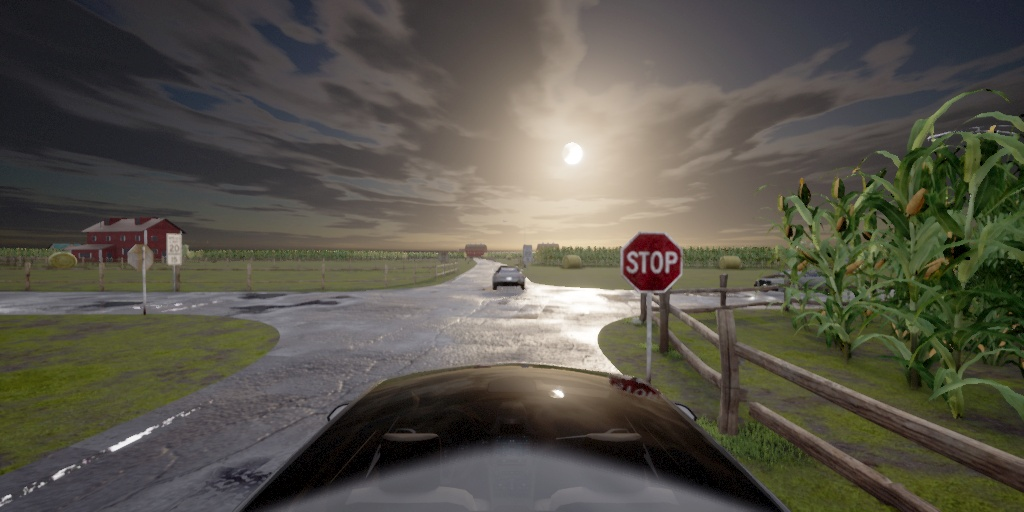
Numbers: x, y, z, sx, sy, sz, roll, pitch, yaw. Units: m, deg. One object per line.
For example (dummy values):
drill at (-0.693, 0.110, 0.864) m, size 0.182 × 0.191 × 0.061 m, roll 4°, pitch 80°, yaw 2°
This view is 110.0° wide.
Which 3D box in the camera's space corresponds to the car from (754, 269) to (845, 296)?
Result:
car at (15.637, 1.395, 19.596) m, size 4.181 × 1.385 × 1.994 m, roll 0°, pitch 1°, yaw -7°

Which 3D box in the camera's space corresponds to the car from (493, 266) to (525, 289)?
car at (-0.213, 1.301, 22.951) m, size 1.994 × 1.385 × 4.181 m, roll 0°, pitch 0°, yaw -1°

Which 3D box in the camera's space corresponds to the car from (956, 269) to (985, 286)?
car at (26.064, 1.422, 21.005) m, size 4.674 × 1.442 × 1.812 m, roll 0°, pitch 1°, yaw -8°
